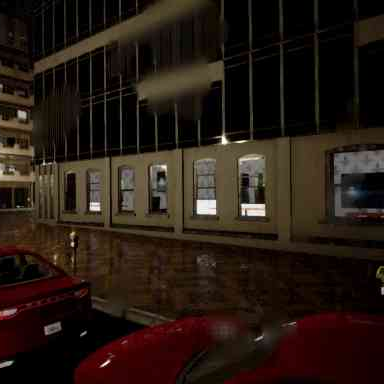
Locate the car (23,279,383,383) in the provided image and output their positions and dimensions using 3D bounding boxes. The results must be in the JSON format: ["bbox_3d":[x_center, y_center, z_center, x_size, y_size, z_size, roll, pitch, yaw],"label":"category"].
[{"bbox_3d":[1.047,1.545,2.137,4.507,1.381,1.887,0,-1,35],"label":"car"}]

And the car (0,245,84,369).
[{"bbox_3d":[-3.528,1.546,5.396,4.507,1.381,1.887,0,-1,35],"label":"car"}]
